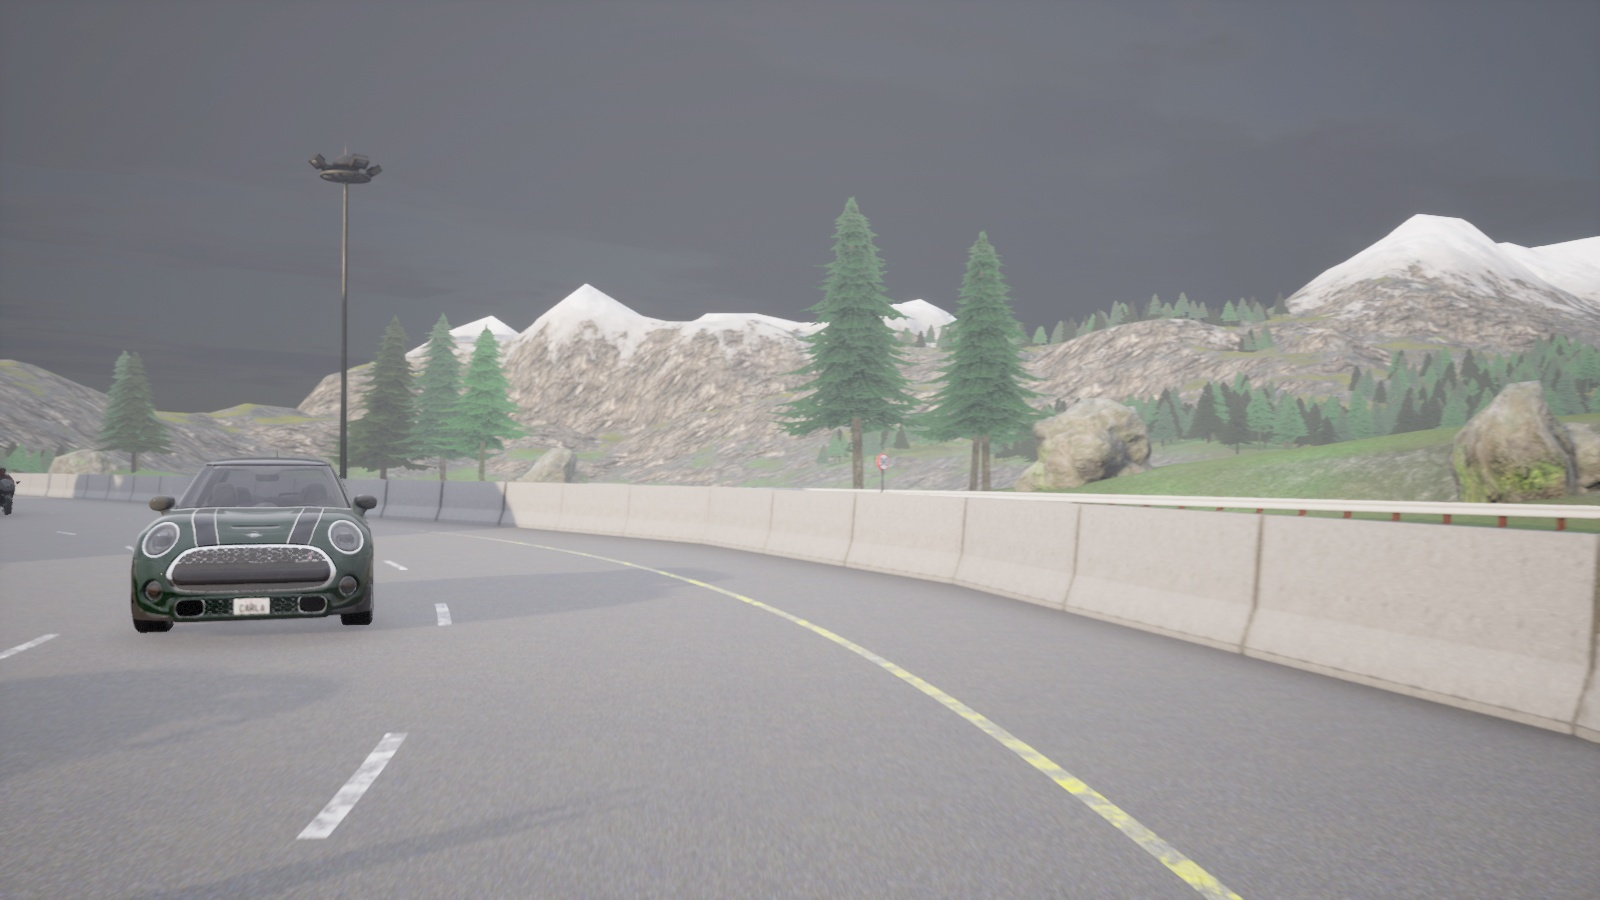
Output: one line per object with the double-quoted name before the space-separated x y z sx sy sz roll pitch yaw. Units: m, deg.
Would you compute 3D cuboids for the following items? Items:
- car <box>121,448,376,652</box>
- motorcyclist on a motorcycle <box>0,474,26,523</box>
"car" -5.666 0.906 13.411 2.097 1.767 4.553 0 -1 -19
"motorcyclist on a motorcycle" -25.511 1.525 40.186 2.044 1.523 0.797 -1 -1 45
